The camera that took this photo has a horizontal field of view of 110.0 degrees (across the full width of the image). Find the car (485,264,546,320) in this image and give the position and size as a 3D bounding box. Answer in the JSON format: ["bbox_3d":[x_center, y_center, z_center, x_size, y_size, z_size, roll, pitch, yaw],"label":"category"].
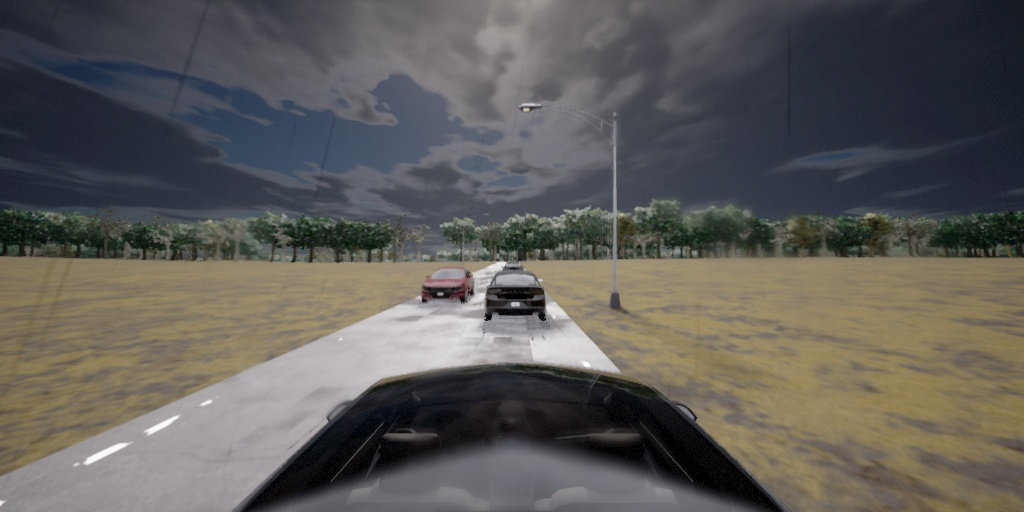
[{"bbox_3d":[0.102,1.234,12.725,1.882,1.535,5.008,0,0,0],"label":"car"}]

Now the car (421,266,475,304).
[{"bbox_3d":[-2.846,1.236,16.770,1.882,1.535,5.008,0,0,0],"label":"car"}]

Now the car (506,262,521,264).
[{"bbox_3d":[0.105,1.272,31.783,1.837,1.490,4.892,0,0,0],"label":"car"}]
